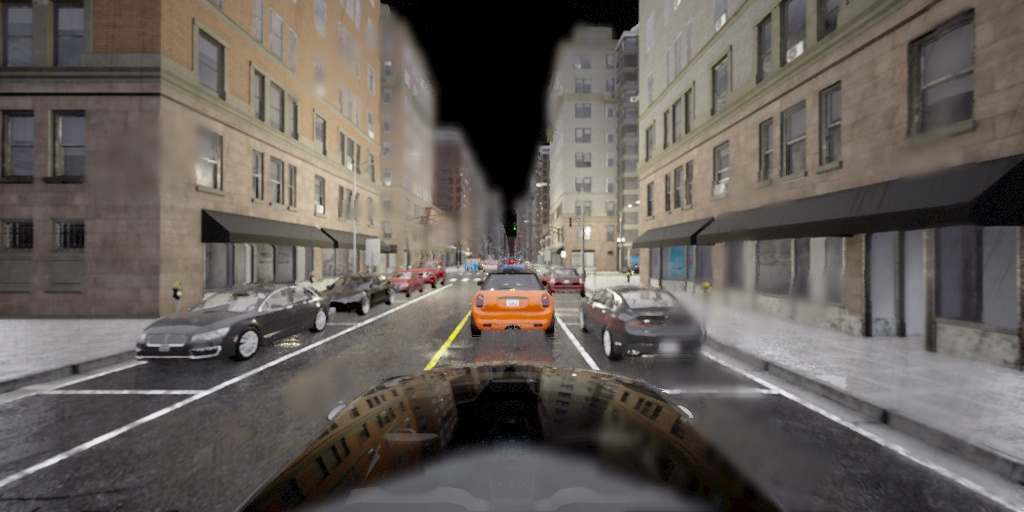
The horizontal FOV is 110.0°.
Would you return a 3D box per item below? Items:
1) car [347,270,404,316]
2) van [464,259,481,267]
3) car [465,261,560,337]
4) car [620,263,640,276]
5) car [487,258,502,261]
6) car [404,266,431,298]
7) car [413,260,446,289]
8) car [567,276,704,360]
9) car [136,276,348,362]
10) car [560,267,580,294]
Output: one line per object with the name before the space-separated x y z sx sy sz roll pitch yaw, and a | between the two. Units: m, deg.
car | -5.860 1.381 13.750 1.948 1.339 4.313 0 0 0
van | -5.873 1.356 51.744 1.690 1.789 3.998 0 0 0
car | 0.011 1.150 10.663 2.097 1.767 4.553 0 0 0
car | 14.554 1.449 39.934 4.892 1.490 1.837 0 0 1
car | -3.098 1.537 60.226 1.882 1.535 5.008 0 0 0
car | -5.862 1.427 19.273 1.802 1.307 4.207 0 0 0
car | -5.864 1.189 24.796 2.192 1.841 5.009 0 0 0
car | 2.668 1.336 8.251 2.007 1.370 4.403 0 0 0
car | -5.858 1.336 8.225 2.007 1.370 4.403 0 0 0
car | 2.664 1.285 19.301 1.967 1.591 4.097 0 0 0
